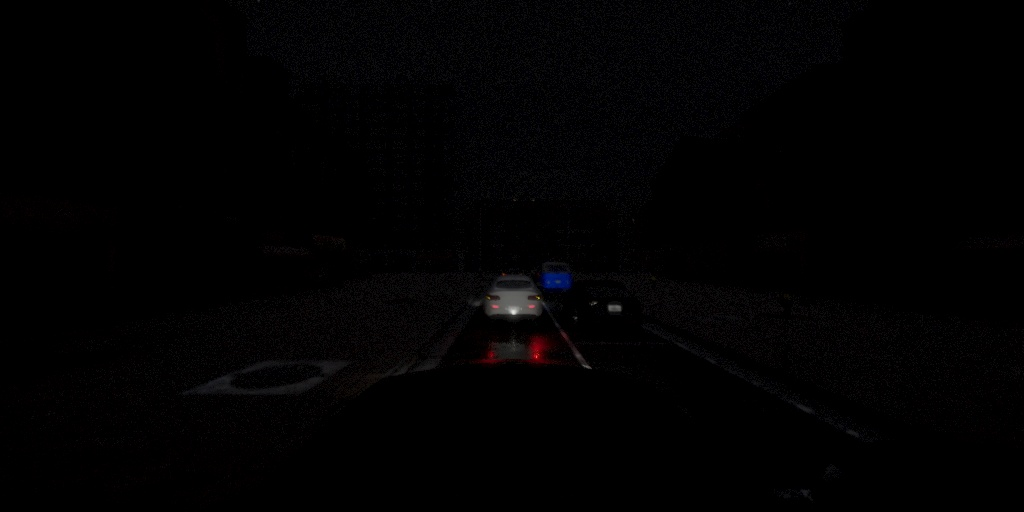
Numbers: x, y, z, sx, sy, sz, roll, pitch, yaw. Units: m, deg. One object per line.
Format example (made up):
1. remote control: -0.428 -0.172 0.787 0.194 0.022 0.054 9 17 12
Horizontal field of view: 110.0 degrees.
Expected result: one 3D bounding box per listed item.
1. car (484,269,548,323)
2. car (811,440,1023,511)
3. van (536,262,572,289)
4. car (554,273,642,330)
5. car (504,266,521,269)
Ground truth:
1. car: 0.059 1.364 12.502 1.812 1.442 4.674 0 0 0
2. car: 2.642 1.290 0.360 2.007 1.370 4.403 0 0 0
3. van: 2.606 1.262 22.109 1.690 1.789 3.998 0 0 0
4. car: 2.624 1.394 11.234 1.948 1.339 4.313 0 0 0
5. car: 0.041 1.547 30.812 2.033 1.411 5.357 0 -1 0
